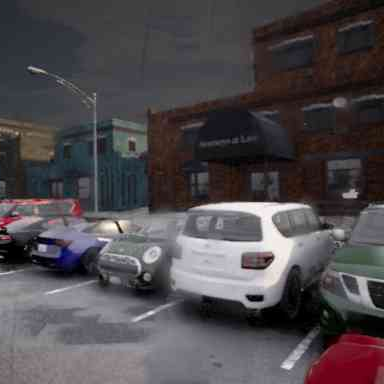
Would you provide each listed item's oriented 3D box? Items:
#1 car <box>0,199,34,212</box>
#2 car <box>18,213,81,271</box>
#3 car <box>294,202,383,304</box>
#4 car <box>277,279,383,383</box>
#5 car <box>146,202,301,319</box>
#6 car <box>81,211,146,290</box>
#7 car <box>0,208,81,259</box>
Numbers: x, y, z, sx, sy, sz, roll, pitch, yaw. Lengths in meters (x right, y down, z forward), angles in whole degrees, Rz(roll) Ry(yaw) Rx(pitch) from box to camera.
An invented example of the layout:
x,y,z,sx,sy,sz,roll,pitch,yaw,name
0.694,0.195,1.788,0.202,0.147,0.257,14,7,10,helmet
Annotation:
x,y,z,sx,sy,sz,roll,pitch,yaw,name
-11.685,1.422,17.253,2.435,2.045,5.566,-1,-1,35,car
-2.678,1.563,10.900,2.163,1.488,4.792,-1,0,35,car
4.021,1.230,6.052,2.435,2.045,5.566,0,0,35,car
2.778,1.593,1.397,4.718,1.301,1.895,0,0,35,car
1.809,1.245,7.700,2.435,2.045,5.566,0,0,35,car
-0.432,1.386,9.301,2.185,1.767,4.553,-1,0,35,car
-4.938,1.556,12.470,2.097,1.535,5.008,-1,-1,35,car
